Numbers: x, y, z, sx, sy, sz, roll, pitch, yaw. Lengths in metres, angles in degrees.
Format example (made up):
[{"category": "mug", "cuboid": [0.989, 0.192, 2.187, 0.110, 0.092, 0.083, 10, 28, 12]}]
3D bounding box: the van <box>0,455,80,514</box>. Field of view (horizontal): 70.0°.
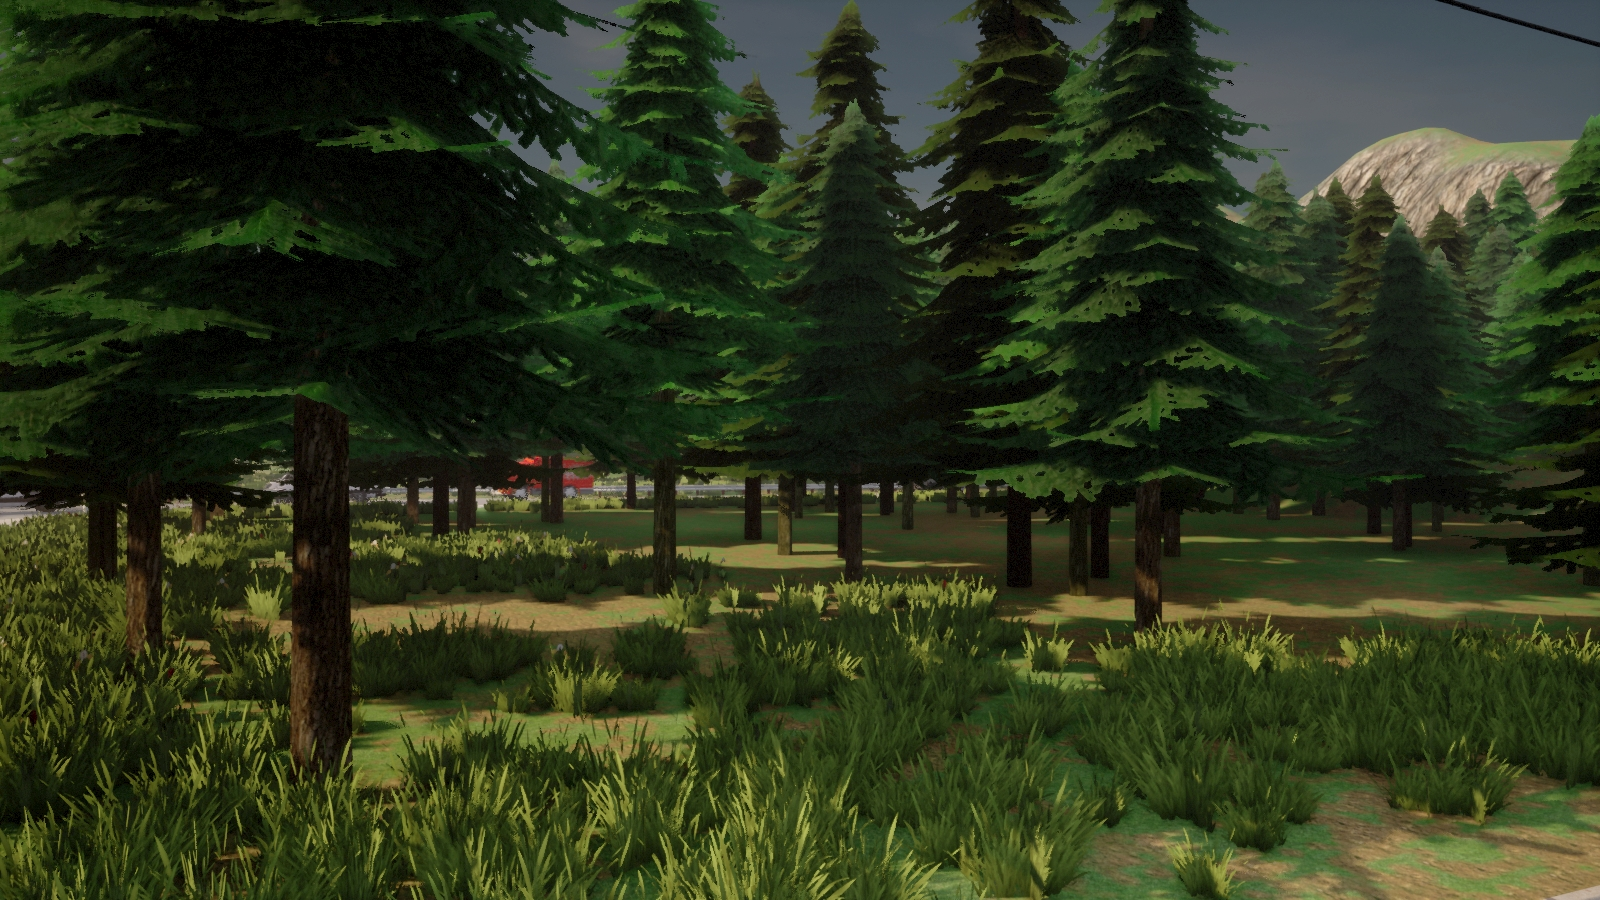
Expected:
[{"category": "van", "cuboid": [-35.512, 1.521, 50.558, 5.915, 2.561, 1.988, 0, 0, -41]}]
